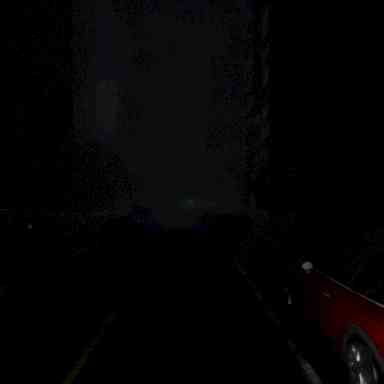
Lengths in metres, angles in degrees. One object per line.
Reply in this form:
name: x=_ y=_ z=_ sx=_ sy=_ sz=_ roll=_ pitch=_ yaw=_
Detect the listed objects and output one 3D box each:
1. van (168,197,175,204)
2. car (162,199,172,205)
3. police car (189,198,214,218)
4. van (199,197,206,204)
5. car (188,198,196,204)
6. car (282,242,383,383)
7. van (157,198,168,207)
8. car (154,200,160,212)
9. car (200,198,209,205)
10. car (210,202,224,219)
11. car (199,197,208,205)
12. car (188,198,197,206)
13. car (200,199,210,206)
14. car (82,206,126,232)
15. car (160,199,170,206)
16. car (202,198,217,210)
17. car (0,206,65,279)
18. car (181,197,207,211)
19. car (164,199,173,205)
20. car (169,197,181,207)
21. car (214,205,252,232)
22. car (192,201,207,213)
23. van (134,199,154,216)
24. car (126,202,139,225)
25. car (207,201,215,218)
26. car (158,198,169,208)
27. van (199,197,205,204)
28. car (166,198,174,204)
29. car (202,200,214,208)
van: x=-5.724 y=2.265 z=92.154 sx=1.690 sy=1.788 sz=3.998 roll=0 pitch=-1 yaw=0
car: x=-5.731 y=2.320 z=75.840 sx=1.947 sy=1.339 sz=4.313 roll=0 pitch=-1 yaw=0
police car: x=0.904 y=1.760 z=34.154 sx=1.930 sy=1.638 sz=5.238 roll=0 pitch=-1 yaw=0
van: x=2.798 y=2.208 z=86.713 sx=1.690 sy=1.788 sz=3.998 roll=0 pitch=-1 yaw=0
car: x=0.037 y=2.277 z=85.815 sx=2.128 sy=1.511 sz=4.902 roll=0 pitch=-1 yaw=0
car: x=2.764 y=1.491 z=5.152 sx=1.967 sy=1.590 sz=4.097 roll=0 pitch=-1 yaw=0
van: x=-5.736 y=1.983 z=64.967 sx=1.690 sy=1.788 sz=3.998 roll=0 pitch=-1 yaw=0
car: x=-5.745 y=1.974 z=43.216 sx=2.008 sy=1.369 sz=4.403 roll=0 pitch=-1 yaw=0
car: x=2.794 y=2.194 z=75.837 sx=1.967 sy=1.590 sz=4.097 roll=0 pitch=-1 yaw=0
car: x=2.774 y=1.807 z=26.901 sx=1.887 sy=1.381 sz=4.507 roll=0 pitch=-1 yaw=0
car: x=2.796 y=2.125 z=81.276 sx=2.192 sy=1.841 sz=5.009 roll=0 pitch=-1 yaw=0
car: x=0.031 y=2.095 z=70.921 sx=1.882 sy=1.535 sz=5.008 roll=0 pitch=-1 yaw=0
car: x=2.792 y=2.242 z=70.399 sx=1.887 sy=1.381 sz=4.507 roll=0 pitch=-1 yaw=0
car: x=-5.754 y=1.791 z=21.466 sx=1.802 sy=1.307 sz=4.206 roll=0 pitch=-1 yaw=0
car: x=-5.733 y=2.221 z=70.233 sx=1.752 sy=1.417 sz=4.829 roll=0 pitch=-1 yaw=0
car: x=2.785 y=1.847 z=54.089 sx=2.192 sy=1.841 sz=5.009 roll=0 pitch=-1 yaw=0
car: x=-5.759 y=1.418 z=10.594 sx=2.192 sy=1.841 sz=5.009 roll=0 pitch=-1 yaw=0
car: x=0.360 y=1.716 z=50.296 sx=2.150 sy=2.045 sz=5.566 roll=0 pitch=-1 yaw=11
car: x=-5.729 y=2.334 z=81.108 sx=1.752 sy=1.417 sz=4.829 roll=0 pitch=-1 yaw=0
car: x=-2.999 y=2.137 z=64.786 sx=2.128 sy=1.511 sz=4.902 roll=0 pitch=-1 yaw=1
car: x=2.771 y=1.760 z=21.463 sx=2.008 sy=1.369 sz=4.403 roll=0 pitch=-1 yaw=0
car: x=0.919 y=1.958 z=44.043 sx=1.812 sy=1.442 sz=4.674 roll=0 pitch=-1 yaw=0
van: x=-5.747 y=1.710 z=37.781 sx=1.690 sy=1.788 sz=3.998 roll=0 pitch=-1 yaw=0
car: x=-5.752 y=1.786 z=26.735 sx=1.752 sy=1.417 sz=4.829 roll=0 pitch=-1 yaw=0
car: x=2.776 y=1.860 z=32.338 sx=1.887 sy=1.381 sz=4.507 roll=0 pitch=-1 yaw=0
car: x=-5.738 y=2.153 z=59.528 sx=1.947 sy=1.339 sz=4.313 roll=0 pitch=-1 yaw=0
van: x=2.801 y=2.265 z=92.150 sx=1.690 sy=1.788 sz=3.998 roll=0 pitch=-1 yaw=0
car: x=-5.727 y=2.307 z=86.715 sx=1.967 sy=1.590 sz=4.097 roll=0 pitch=-1 yaw=0
car: x=2.787 y=2.138 z=59.524 sx=2.008 sy=1.369 sz=4.403 roll=0 pitch=-1 yaw=0
